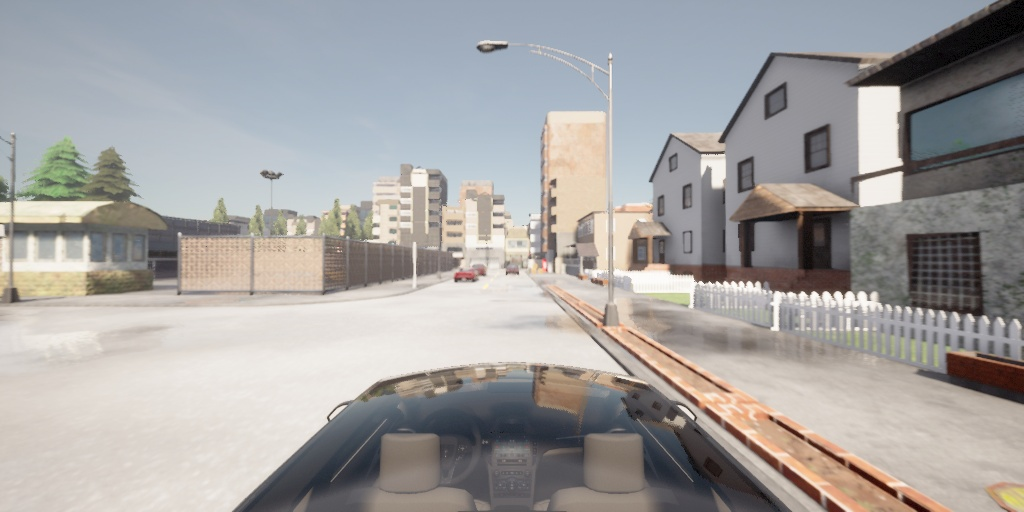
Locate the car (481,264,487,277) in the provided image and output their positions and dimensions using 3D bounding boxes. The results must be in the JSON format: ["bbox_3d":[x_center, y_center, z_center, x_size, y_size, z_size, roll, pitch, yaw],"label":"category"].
[{"bbox_3d":[-4.088,1.678,43.304,1.882,1.535,5.008,0,-1,0],"label":"car"}]

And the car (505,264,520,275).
[{"bbox_3d":[0.083,1.791,47.272,2.033,1.411,5.357,0,-1,1],"label":"car"}]

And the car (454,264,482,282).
[{"bbox_3d":[-4.102,1.687,32.797,1.895,1.301,4.718,0,-1,0],"label":"car"}]
